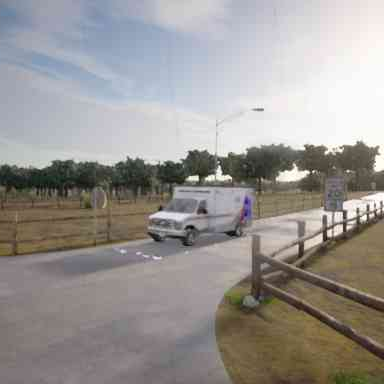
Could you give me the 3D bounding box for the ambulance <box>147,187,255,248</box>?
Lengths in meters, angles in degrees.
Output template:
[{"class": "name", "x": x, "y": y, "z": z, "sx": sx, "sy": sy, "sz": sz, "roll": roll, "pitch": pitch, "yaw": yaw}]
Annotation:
[{"class": "ambulance", "x": 0.653, "y": 0.988, "z": 15.782, "sx": 2.351, "sy": 2.431, "sz": 6.366, "roll": 2, "pitch": 1, "yaw": 35}]
